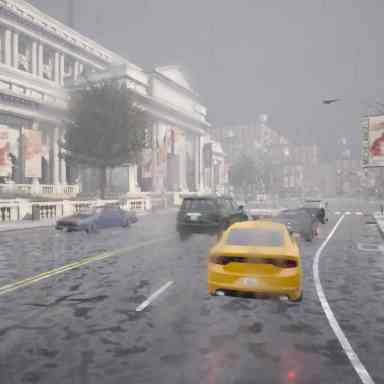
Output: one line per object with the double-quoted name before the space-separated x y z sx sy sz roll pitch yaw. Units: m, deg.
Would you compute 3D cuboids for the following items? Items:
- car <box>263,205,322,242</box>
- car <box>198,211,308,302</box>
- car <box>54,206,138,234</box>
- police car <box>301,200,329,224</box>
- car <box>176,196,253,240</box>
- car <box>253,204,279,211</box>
"car" 5.162 1.564 16.744 1.994 1.385 4.181 0 0 26
"car" 1.700 1.478 8.446 1.882 1.535 5.008 0 0 15
"car" -5.363 1.547 19.586 2.033 1.411 5.357 0 0 27
"police car" 9.169 1.425 25.099 1.930 1.638 5.238 0 0 27
"car" 1.167 1.218 16.530 2.150 2.045 5.566 0 0 24
"car" 6.353 1.601 27.069 1.895 1.301 4.718 0 0 29
